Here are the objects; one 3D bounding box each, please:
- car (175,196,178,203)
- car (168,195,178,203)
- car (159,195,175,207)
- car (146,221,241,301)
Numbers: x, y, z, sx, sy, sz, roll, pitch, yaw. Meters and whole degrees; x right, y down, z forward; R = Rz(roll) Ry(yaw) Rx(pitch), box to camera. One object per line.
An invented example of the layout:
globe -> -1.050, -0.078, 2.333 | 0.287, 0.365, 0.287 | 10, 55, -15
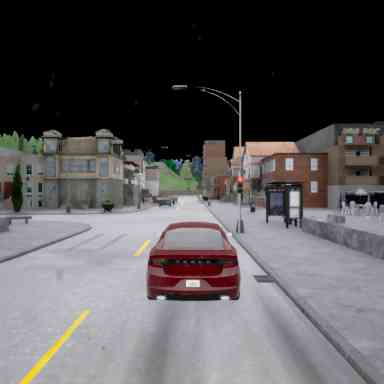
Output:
car -> -4.072, 1.601, 61.273 | 1.895, 1.301, 4.718 | 0, 0, 0
car -> -4.015, 1.500, 71.640 | 1.837, 1.490, 4.892 | 0, 0, 0
car -> -4.110, 1.505, 51.968 | 1.837, 1.490, 4.892 | 0, 0, 0
car -> 0.048, 1.478, 8.396 | 1.882, 1.535, 5.008 | 0, 0, 1
